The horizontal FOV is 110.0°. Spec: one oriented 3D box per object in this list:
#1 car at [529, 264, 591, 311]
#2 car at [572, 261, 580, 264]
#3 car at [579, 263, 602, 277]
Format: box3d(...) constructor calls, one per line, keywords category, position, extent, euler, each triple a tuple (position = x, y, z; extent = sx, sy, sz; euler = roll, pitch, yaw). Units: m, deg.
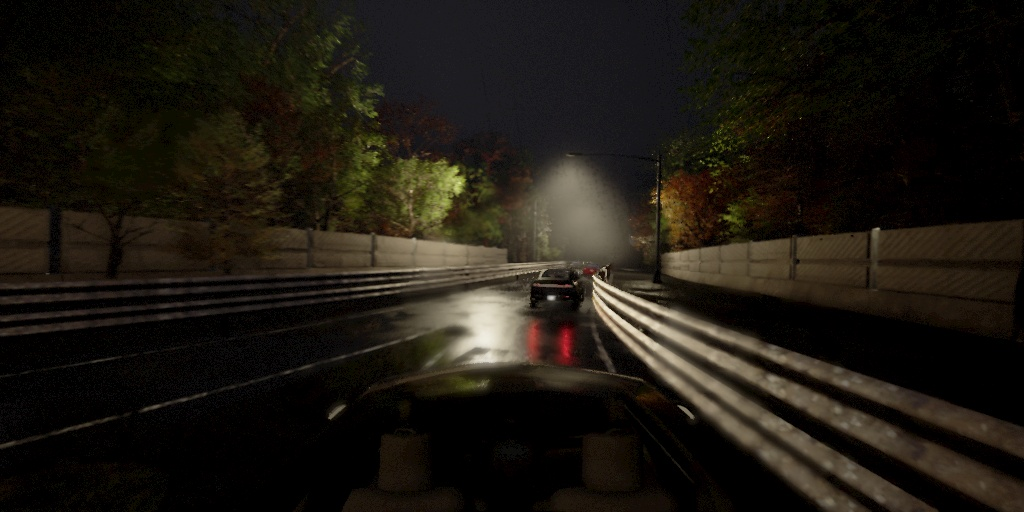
box3d(category="car", position=(1.983, 1.272, 14.902), extent=(2.128, 1.511, 4.902), euler=(1, 0, 14))
box3d(category="car", position=(9.747, 1.506, 54.204), extent=(2.033, 1.411, 5.357), euler=(1, 0, 17))
box3d(category="car", position=(8.656, 1.469, 38.313), extent=(1.994, 1.385, 4.181), euler=(1, 0, 16))
